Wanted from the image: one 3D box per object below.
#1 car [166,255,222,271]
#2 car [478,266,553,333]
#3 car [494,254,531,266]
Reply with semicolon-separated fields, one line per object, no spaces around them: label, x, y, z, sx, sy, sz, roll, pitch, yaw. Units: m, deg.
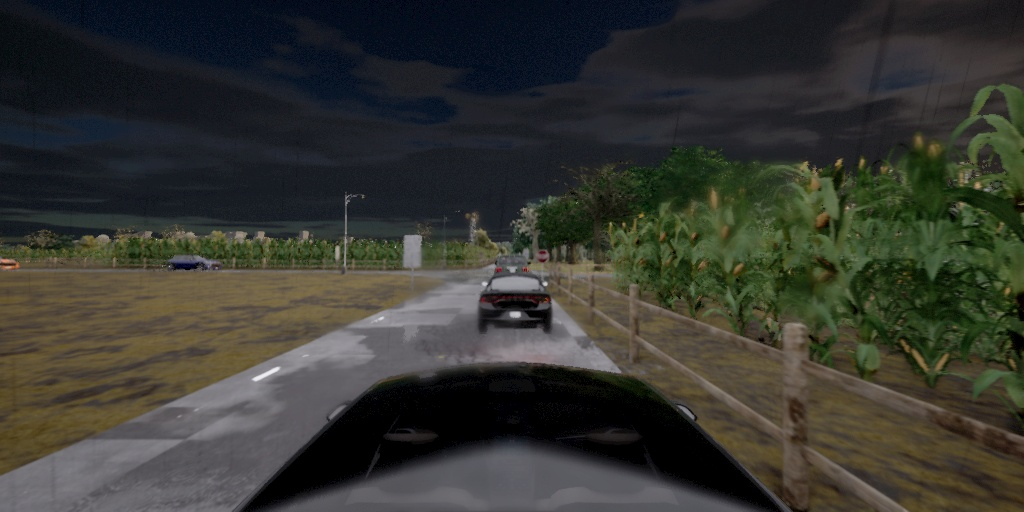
car;-32.951;0.689;37.317;4.553;1.767;2.097;0;-1;0
car;0.088;1.206;10.709;1.882;1.535;5.008;0;0;0
car;0.065;0.920;23.189;2.150;2.045;5.566;0;0;1
